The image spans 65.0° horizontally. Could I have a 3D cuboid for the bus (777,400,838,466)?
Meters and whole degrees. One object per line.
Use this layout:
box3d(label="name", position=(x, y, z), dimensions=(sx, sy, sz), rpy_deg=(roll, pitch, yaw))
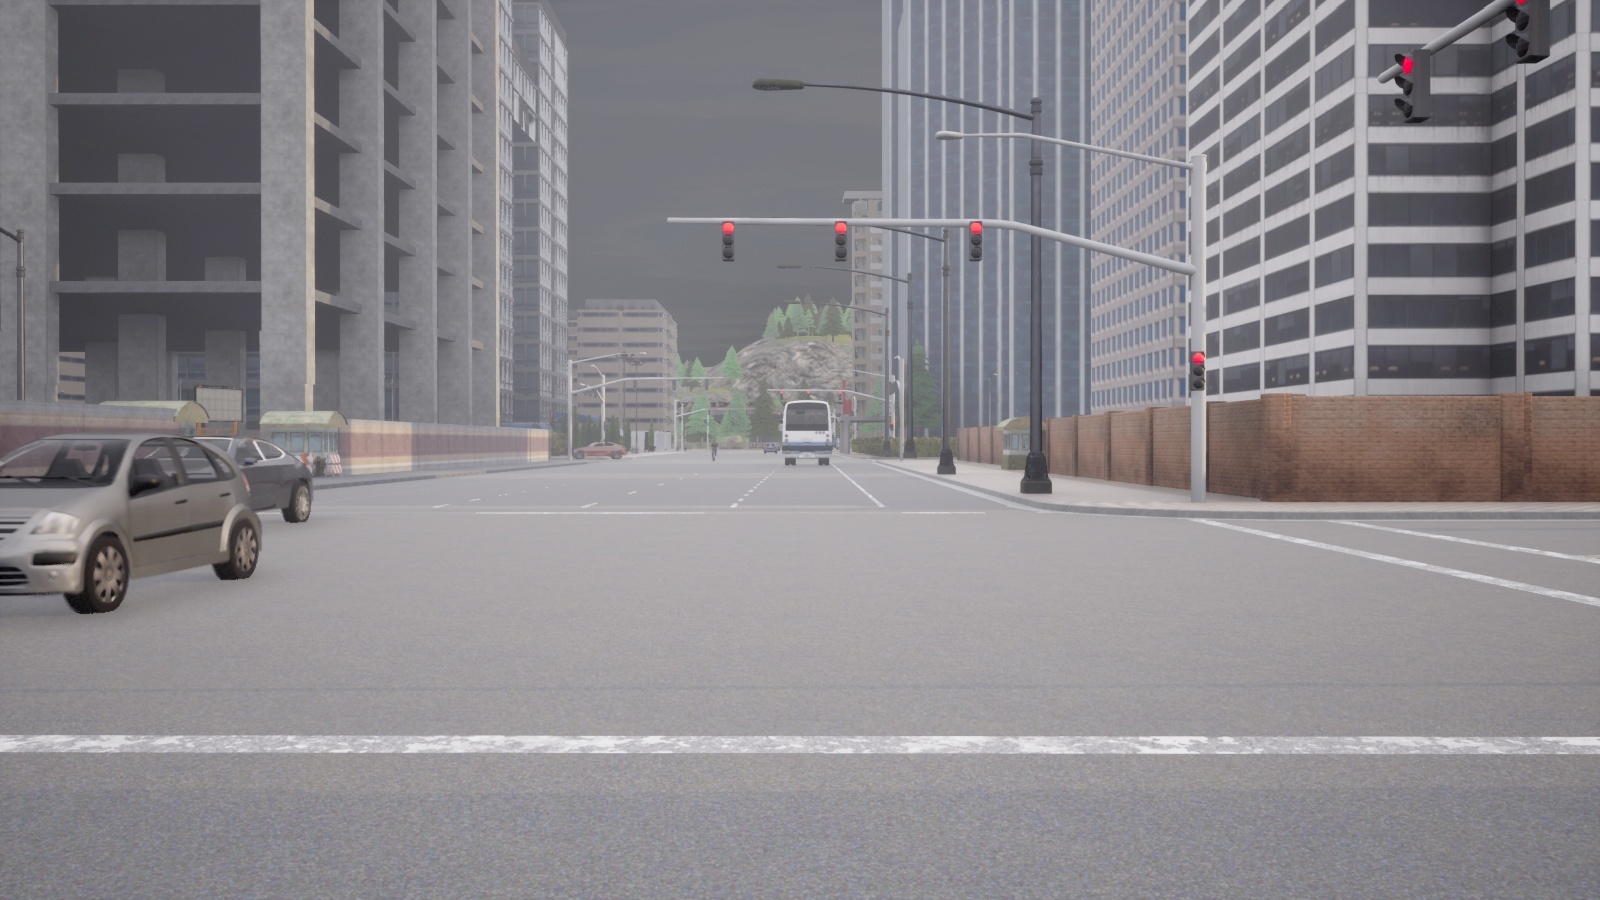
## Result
box3d(label="bus", position=(0.487, -1.117, 86.421), dimensions=(3.944, 4.253, 10.273), rpy_deg=(0, 0, 0))

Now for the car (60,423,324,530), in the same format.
box3d(label="car", position=(-10.364, 0.393, 21.948), dimensions=(2.152, 1.651, 5.027), rpy_deg=(0, 0, 0))

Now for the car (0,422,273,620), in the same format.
box3d(label="car", position=(-6.917, 0.570, 12.264), dimensions=(1.851, 1.617, 3.988), rpy_deg=(0, 0, 0))
